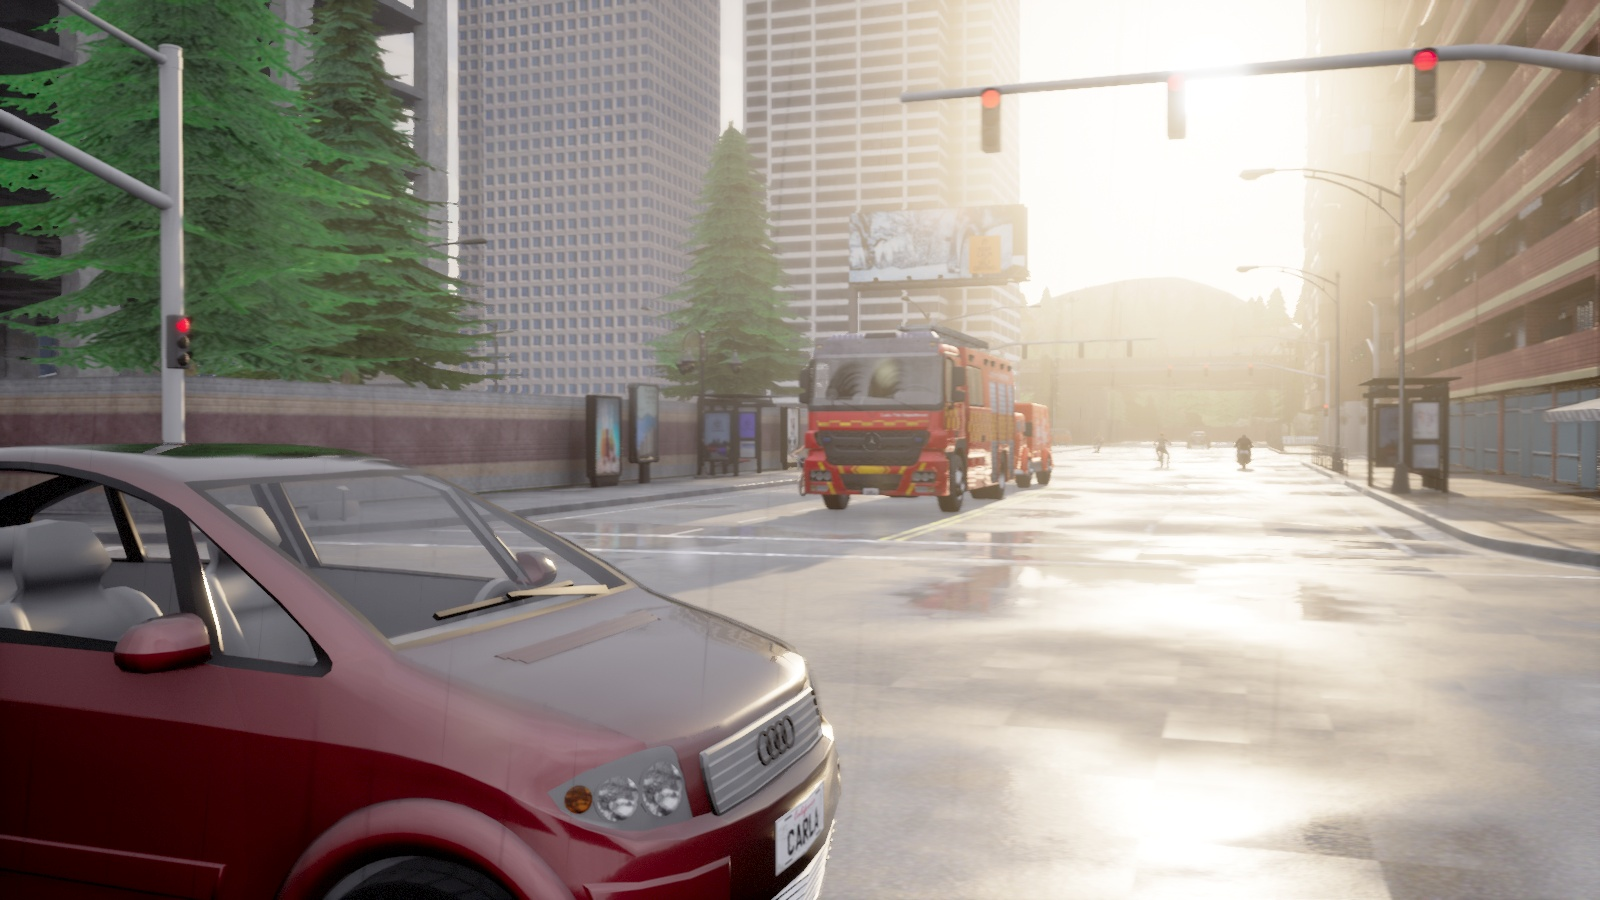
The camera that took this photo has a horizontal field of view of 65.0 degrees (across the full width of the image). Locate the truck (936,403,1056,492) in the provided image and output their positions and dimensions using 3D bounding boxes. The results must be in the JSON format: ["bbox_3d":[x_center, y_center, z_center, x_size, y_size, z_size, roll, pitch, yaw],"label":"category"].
[{"bbox_3d":[5.968,-0.116,37.595,2.627,2.467,5.204,1,1,19],"label":"truck"}]

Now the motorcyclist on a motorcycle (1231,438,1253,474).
[{"bbox_3d":[19.281,0.252,54.778,0.866,1.530,2.191,1,1,19],"label":"motorcyclist on a motorcycle"}]

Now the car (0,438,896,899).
[{"bbox_3d":[-1.734,0.748,3.777,3.705,1.549,1.789,0,1,19],"label":"car"}]

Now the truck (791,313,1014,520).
[{"bbox_3d":[2.580,-0.681,27.754,2.891,3.827,8.468,1,1,19],"label":"truck"}]
